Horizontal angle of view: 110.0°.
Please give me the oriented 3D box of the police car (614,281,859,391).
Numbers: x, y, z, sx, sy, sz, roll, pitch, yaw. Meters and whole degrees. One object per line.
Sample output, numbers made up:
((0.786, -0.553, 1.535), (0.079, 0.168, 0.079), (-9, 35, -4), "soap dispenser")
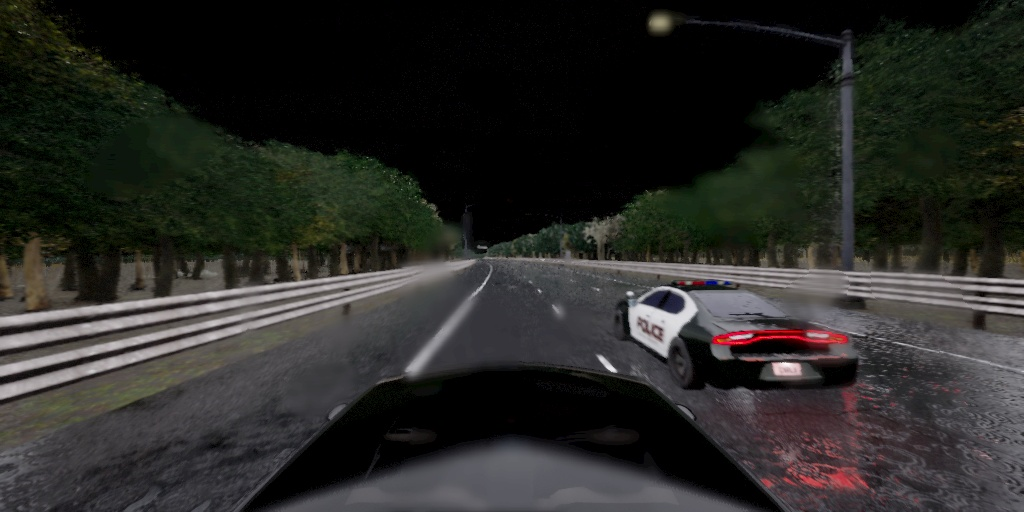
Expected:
((3.469, 1.256, 6.948), (2.038, 1.542, 4.974), (0, 0, 0), "police car")
